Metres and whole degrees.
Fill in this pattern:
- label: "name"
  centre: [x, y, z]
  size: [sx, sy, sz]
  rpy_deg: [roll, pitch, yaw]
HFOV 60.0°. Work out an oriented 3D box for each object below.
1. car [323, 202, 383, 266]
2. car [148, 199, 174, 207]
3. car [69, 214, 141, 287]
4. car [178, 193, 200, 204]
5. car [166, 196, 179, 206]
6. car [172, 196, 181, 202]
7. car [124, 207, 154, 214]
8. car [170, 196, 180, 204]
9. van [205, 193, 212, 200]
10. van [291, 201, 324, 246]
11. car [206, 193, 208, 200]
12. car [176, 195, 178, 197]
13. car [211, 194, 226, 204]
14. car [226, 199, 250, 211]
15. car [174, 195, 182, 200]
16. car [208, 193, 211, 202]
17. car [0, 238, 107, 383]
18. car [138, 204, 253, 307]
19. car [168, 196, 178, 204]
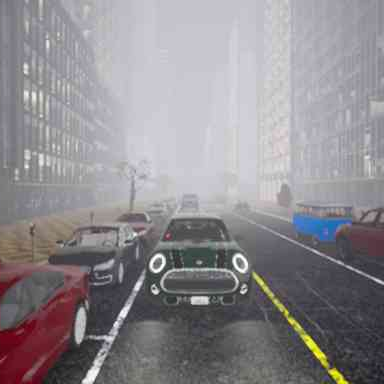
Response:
- label: "car"
  centre: [5.873, 1.312, 9.272]
  size: [2.192, 1.841, 5.009]
  rpy_deg: [-1, 0, -1]
- label: "car"
  centre: [-2.758, 1.536, 26.197]
  size: [2.008, 1.369, 4.403]
  rpy_deg: [-1, 0, -1]
- label: "car"
  centre: [-2.505, 1.545, 9.148]
  size: [2.008, 1.369, 4.403]
  rpy_deg: [-1, 0, -1]
- label: "car"
  centre: [-0.272, 1.199, 40.600]
  size: [2.150, 2.045, 5.566]
  rpy_deg: [0, 0, -1]
- label: "car"
  centre: [-3.180, 1.409, 54.611]
  size: [1.967, 1.590, 4.097]
  rpy_deg: [-1, 0, -1]
- label: "car"
  centre: [-3.516, 1.520, 77.344]
  size: [1.947, 1.339, 4.313]
  rpy_deg: [-1, 0, -1]
- label: "car"
  centre: [-2.589, 1.574, 14.831]
  size: [1.802, 1.307, 4.206]
  rpy_deg: [-1, 0, -1]
- label: "car"
  centre: [-3.345, 1.488, 65.808]
  size: [1.752, 1.417, 4.829]
  rpy_deg: [-1, 0, -1]
- label: "van"
  centre: [4.609, 1.285, 94.517]
  size: [1.690, 1.788, 3.998]
  rpy_deg: [-1, 0, -1]
- label: "van"
  centre: [5.789, 1.335, 14.955]
  size: [1.690, 1.788, 3.998]
  rpy_deg: [-1, 0, -1]
- label: "car"
  centre: [4.863, 1.397, 77.468]
  size: [1.967, 1.590, 4.097]
  rpy_deg: [-1, 0, -1]
- label: "car"
  centre: [-3.094, 1.554, 48.928]
  size: [1.802, 1.307, 4.206]
  rpy_deg: [-1, 0, -1]
- label: "car"
  centre: [5.114, 1.283, 60.419]
  size: [2.192, 1.841, 5.009]
  rpy_deg: [-1, 0, -1]
- label: "car"
  centre: [5.454, 1.532, 37.687]
  size: [2.008, 1.369, 4.403]
  rpy_deg: [-1, 0, -1]
- label: "car"
  centre: [-3.685, 1.497, 88.710]
  size: [2.008, 1.369, 4.403]
  rpy_deg: [-1, 0, -1]
- label: "car"
  centre: [5.030, 1.279, 66.103]
  size: [2.192, 1.841, 5.009]
  rpy_deg: [-1, 0, -1]
- label: "car"
  centre: [-2.420, 1.542, 3.465]
  size: [1.887, 1.381, 4.507]
  rpy_deg: [-1, 0, -1]
- label: "car"
  centre: [0.108, 1.348, 8.185]
  size: [2.097, 1.767, 4.553]
  rpy_deg: [0, 0, -1]
- label: "car"
  centre: [-2.926, 1.530, 37.562]
  size: [2.008, 1.369, 4.403]
  rpy_deg: [-1, 0, -1]
